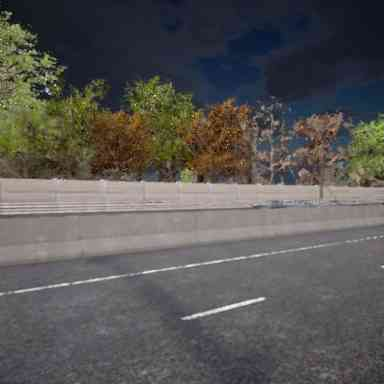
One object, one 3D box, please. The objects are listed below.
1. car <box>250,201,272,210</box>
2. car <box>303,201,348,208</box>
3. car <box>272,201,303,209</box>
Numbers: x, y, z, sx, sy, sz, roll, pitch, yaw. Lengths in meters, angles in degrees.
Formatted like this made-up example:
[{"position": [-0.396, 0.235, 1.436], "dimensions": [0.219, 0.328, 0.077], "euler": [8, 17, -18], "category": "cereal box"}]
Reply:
[{"position": [8.607, 1.694, 35.915], "dimensions": [5.357, 1.411, 2.033], "euler": [0, 0, -35], "category": "car"}, {"position": [12.557, 1.651, 30.132], "dimensions": [4.892, 1.490, 1.837], "euler": [0, 0, -35], "category": "car"}, {"position": [10.742, 1.639, 33.136], "dimensions": [4.902, 1.511, 2.128], "euler": [0, 0, -35], "category": "car"}]
